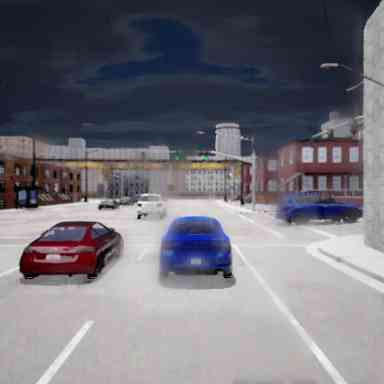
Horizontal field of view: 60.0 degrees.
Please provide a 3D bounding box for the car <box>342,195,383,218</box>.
[{"bbox_3d":[14.527,1.085,26.059,4.674,1.442,1.812,-5,0,0],"label":"car"}]

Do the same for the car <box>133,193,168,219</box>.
[{"bbox_3d":[-3.394,1.207,29.026,2.150,2.045,5.566,0,0,0],"label":"car"}]

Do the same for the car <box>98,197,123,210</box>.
[{"bbox_3d":[-10.575,1.543,42.514,1.994,1.385,4.181,0,0,0],"label":"car"}]

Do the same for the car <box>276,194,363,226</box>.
[{"bbox_3d":[8.542,1.145,22.659,5.566,2.045,2.150,-2,-1,-2],"label":"car"}]

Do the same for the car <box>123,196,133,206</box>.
[{"bbox_3d":[-10.551,1.478,53.317,1.837,1.490,4.892,0,0,0],"label":"car"}]

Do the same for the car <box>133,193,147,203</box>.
[{"bbox_3d":[-10.489,1.189,67.543,2.150,2.045,5.566,0,0,0],"label":"car"}]

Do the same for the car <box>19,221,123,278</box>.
[{"bbox_3d":[-3.400,1.559,10.128,1.994,1.385,4.181,0,0,0],"label":"car"}]

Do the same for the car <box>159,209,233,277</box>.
[{"bbox_3d":[0.100,1.473,10.225,1.882,1.535,5.008,0,0,0],"label":"car"}]
